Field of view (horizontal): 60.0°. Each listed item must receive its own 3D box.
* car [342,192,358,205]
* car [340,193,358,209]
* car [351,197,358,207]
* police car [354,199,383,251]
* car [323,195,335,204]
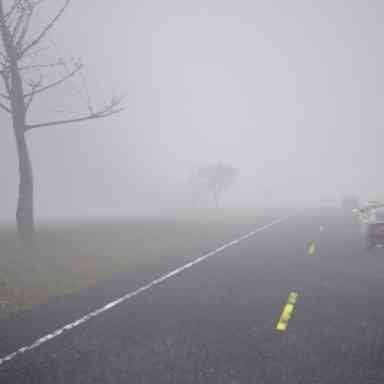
[{"bbox_3d":[24.589,0.993,51.752,2.097,1.767,4.553,-2,-1,27],"label":"car"},{"bbox_3d":[18.699,1.240,39.518,1.837,1.490,4.892,-2,0,26],"label":"car"},{"bbox_3d":[10.268,1.287,18.808,1.801,1.575,5.366,-2,-1,24],"label":"car"},{"bbox_3d":[7.822,1.288,13.263,1.930,1.638,5.238,-2,-1,24],"label":"police car"},{"bbox_3d":[24.009,1.242,58.230,1.812,1.442,4.674,-2,-1,27],"label":"car"}]
